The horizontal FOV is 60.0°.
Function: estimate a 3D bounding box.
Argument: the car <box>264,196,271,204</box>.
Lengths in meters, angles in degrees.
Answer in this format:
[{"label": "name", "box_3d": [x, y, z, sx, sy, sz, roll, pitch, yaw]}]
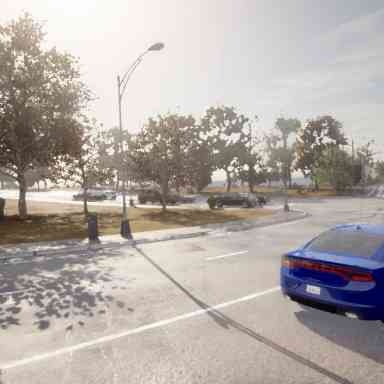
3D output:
[{"label": "car", "box_3d": [6.569, 0.799, 38.265, 4.718, 1.301, 1.895, 0, 2, 33]}]

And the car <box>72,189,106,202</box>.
[{"label": "car", "box_3d": [-15.223, 0.643, 48.448, 4.718, 1.301, 1.895, 2, 4, 33]}]

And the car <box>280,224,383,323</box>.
[{"label": "car", "box_3d": [3.919, 1.424, 7.047, 5.008, 1.535, 1.882, -1, 1, -39]}]

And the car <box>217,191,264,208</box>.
[{"label": "car", "box_3d": [4.795, 0.711, 35.223, 4.553, 1.767, 2.097, 0, 2, 33]}]

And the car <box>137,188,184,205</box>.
[{"label": "car", "box_3d": [-4.248, 0.555, 41.184, 5.566, 2.045, 2.150, 1, 3, 34]}]

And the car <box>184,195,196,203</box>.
[{"label": "car", "box_3d": [-1.784, 0.779, 43.767, 4.718, 1.301, 1.895, 1, 3, 33]}]

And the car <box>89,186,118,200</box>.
[{"label": "car", "box_3d": [-14.086, 0.074, 51.869, 5.566, 2.045, 2.150, 2, 4, 34]}]
